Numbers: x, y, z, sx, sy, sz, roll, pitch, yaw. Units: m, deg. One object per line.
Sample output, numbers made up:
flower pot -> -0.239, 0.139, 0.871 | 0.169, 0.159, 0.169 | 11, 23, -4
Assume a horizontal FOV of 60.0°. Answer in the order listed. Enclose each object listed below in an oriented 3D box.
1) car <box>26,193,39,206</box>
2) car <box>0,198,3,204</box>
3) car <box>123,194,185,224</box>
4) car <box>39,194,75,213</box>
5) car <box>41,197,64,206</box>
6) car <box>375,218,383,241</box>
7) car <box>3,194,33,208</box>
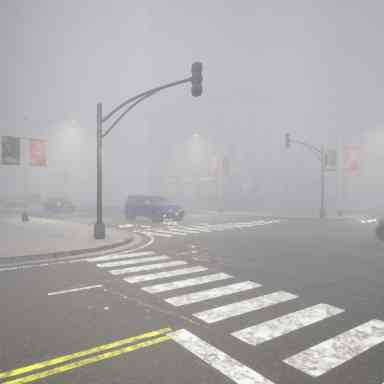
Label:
car -> -26.077, 1.199, 53.379 | 5.566, 2.045, 2.150 | 0, 0, 45
car -> -33.657, 1.533, 60.975 | 1.994, 1.385, 4.181 | 0, 0, -45
car -> -3.012, 1.213, 25.361 | 5.566, 2.045, 2.150 | 0, 0, 45
car -> -14.947, 1.335, 37.338 | 2.097, 1.767, 4.553 | 0, 0, -45
car -> -23.051, 1.547, 54.958 | 4.181, 1.385, 1.994 | 0, 0, 44
car -> 9.712, 1.507, 12.598 | 1.837, 1.490, 4.892 | 0, 0, -45
car -> -24.798, 1.454, 47.280 | 1.882, 1.535, 5.008 | 0, 0, -44
